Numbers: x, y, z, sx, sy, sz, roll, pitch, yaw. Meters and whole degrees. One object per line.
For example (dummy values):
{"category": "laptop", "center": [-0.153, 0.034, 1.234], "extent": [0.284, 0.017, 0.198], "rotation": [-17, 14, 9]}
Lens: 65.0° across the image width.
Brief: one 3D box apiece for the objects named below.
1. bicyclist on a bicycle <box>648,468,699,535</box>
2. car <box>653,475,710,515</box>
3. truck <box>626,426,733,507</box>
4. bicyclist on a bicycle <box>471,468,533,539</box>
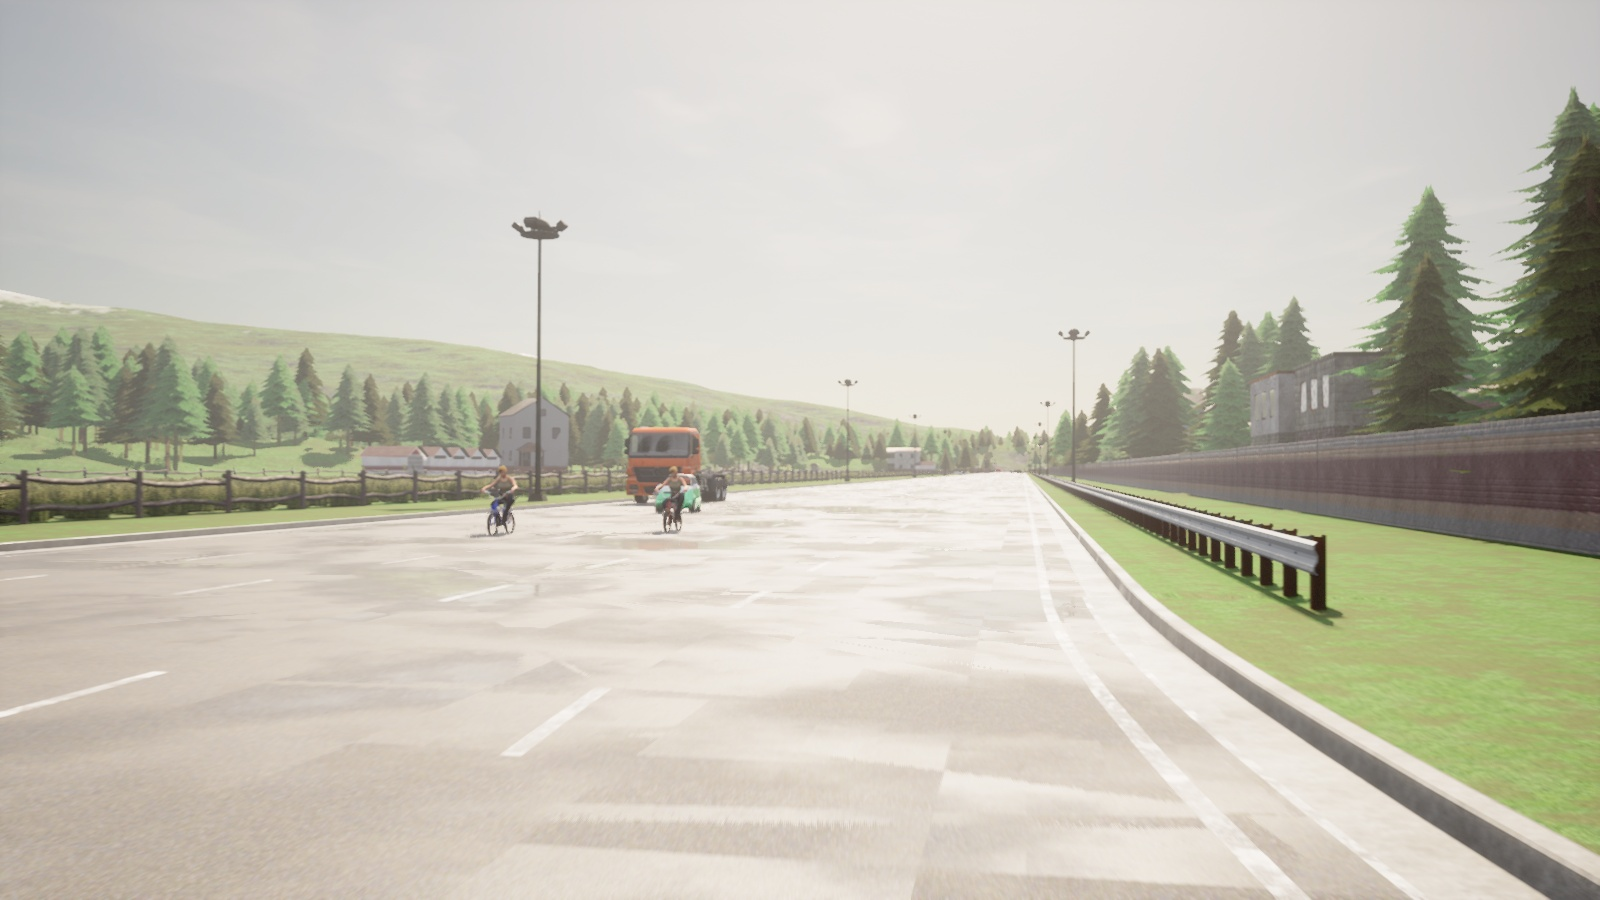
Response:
{"category": "bicyclist on a bicycle", "center": [-3.094, 1.243, 30.886], "extent": [0.866, 1.612, 1.509], "rotation": [0, -1, 10]}
{"category": "car", "center": [-4.195, 1.581, 44.659], "extent": [1.481, 1.376, 2.207], "rotation": [0, -1, 10]}
{"category": "truck", "center": [-5.402, 0.754, 57.847], "extent": [2.891, 3.462, 7.936], "rotation": [0, -1, 10]}
{"category": "bicyclist on a bicycle", "center": [-6.934, 1.231, 29.298], "extent": [0.866, 1.612, 1.509], "rotation": [0, -1, 10]}
